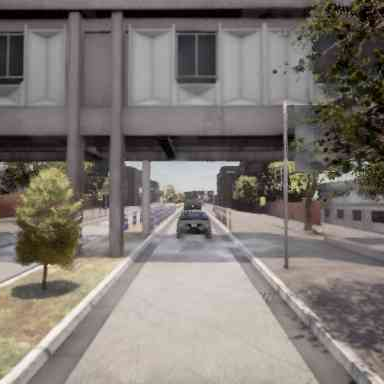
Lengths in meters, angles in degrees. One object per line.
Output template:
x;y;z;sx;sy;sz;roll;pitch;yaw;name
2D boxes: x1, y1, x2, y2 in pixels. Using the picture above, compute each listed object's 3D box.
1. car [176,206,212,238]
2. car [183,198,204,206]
0.090;1.692;18.524;2.033;1.411;5.357;0;-1;0;car
0.091;1.815;42.057;2.150;2.045;5.566;0;-1;0;car
